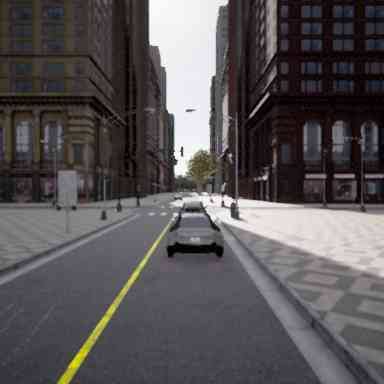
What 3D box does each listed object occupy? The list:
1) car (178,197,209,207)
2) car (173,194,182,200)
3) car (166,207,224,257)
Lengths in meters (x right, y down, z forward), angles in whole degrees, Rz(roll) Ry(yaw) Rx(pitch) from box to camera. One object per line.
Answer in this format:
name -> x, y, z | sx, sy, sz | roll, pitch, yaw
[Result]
car -> 0.072, 1.340, 23.134 | 1.837, 1.490, 4.892 | 0, 0, 0
car -> -2.966, 1.049, 70.911 | 2.033, 1.411, 5.357 | 0, 0, 0
car -> 0.108, 1.473, 12.606 | 1.994, 1.385, 4.181 | 0, 0, 0
